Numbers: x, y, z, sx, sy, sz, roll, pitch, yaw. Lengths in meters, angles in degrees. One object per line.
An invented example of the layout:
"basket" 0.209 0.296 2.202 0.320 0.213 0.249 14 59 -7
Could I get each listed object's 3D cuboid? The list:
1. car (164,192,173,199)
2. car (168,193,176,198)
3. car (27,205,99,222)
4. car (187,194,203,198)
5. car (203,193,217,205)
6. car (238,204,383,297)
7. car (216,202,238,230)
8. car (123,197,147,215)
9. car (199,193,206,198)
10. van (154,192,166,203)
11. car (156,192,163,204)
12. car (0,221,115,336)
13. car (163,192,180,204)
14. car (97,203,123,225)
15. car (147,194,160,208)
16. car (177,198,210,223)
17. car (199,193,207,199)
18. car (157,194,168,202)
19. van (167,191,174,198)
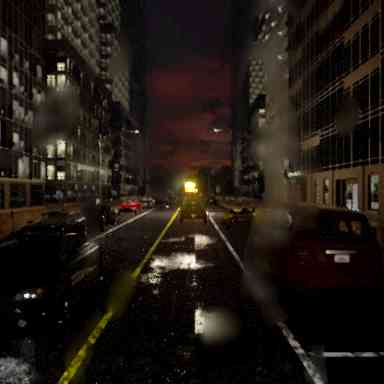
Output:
"car" -5.699 0.897 82.365 1.967 1.590 4.097 0 0 0
"car" -5.701 0.941 93.751 1.947 1.339 4.313 0 0 0
"car" -5.689 1.465 14.061 2.008 1.369 4.403 0 0 0
"car" 0.094 1.245 41.367 1.837 1.490 4.892 0 1 0
"car" 2.686 1.259 48.203 1.947 1.339 4.313 0 0 0
"car" 2.693 1.264 8.357 2.192 1.841 5.009 0 0 0
"car" 2.690 1.403 19.912 1.752 1.417 4.829 0 0 0
"car" -5.692 1.387 31.137 1.802 1.307 4.206 0 0 0
"car" 2.680 0.940 88.215 1.752 1.417 4.829 0 0 0
"van" -5.695 0.957 59.597 1.690 1.788 3.998 0 0 0
"car" -5.695 1.199 53.906 1.887 1.381 4.507 0 0 0
"car" -3.101 1.523 6.658 1.994 1.385 4.181 0 0 0
"car" -3.008 1.021 52.796 2.097 1.767 4.553 0 0 0
"car" -5.691 1.444 19.754 1.947 1.339 4.313 0 0 0
"car" -5.694 1.281 42.522 2.008 1.369 4.403 0 0 0
"car" 0.096 1.377 24.091 1.812 1.442 4.674 0 0 0
"car" 2.681 1.039 82.353 1.802 1.307 4.206 0 0 0
"car" -5.697 1.158 65.291 1.802 1.307 4.206 0 0 0
"van" -5.699 0.757 88.057 1.690 1.788 3.998 0 0 0
